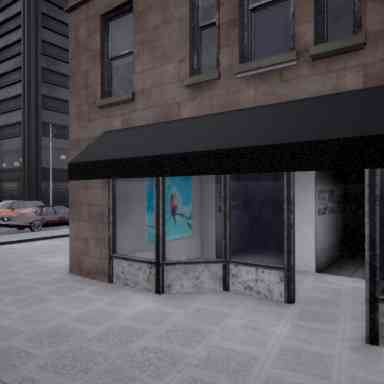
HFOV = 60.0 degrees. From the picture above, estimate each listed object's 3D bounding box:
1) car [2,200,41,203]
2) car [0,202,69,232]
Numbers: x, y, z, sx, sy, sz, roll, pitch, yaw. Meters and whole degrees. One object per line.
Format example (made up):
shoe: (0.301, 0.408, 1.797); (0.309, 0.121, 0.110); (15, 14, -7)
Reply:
car: (-11.345, 1.311, 21.002); (2.097, 1.767, 4.553); (0, 0, 35)
car: (-8.427, 1.491, 19.754); (2.033, 1.411, 5.357); (0, 0, 35)
